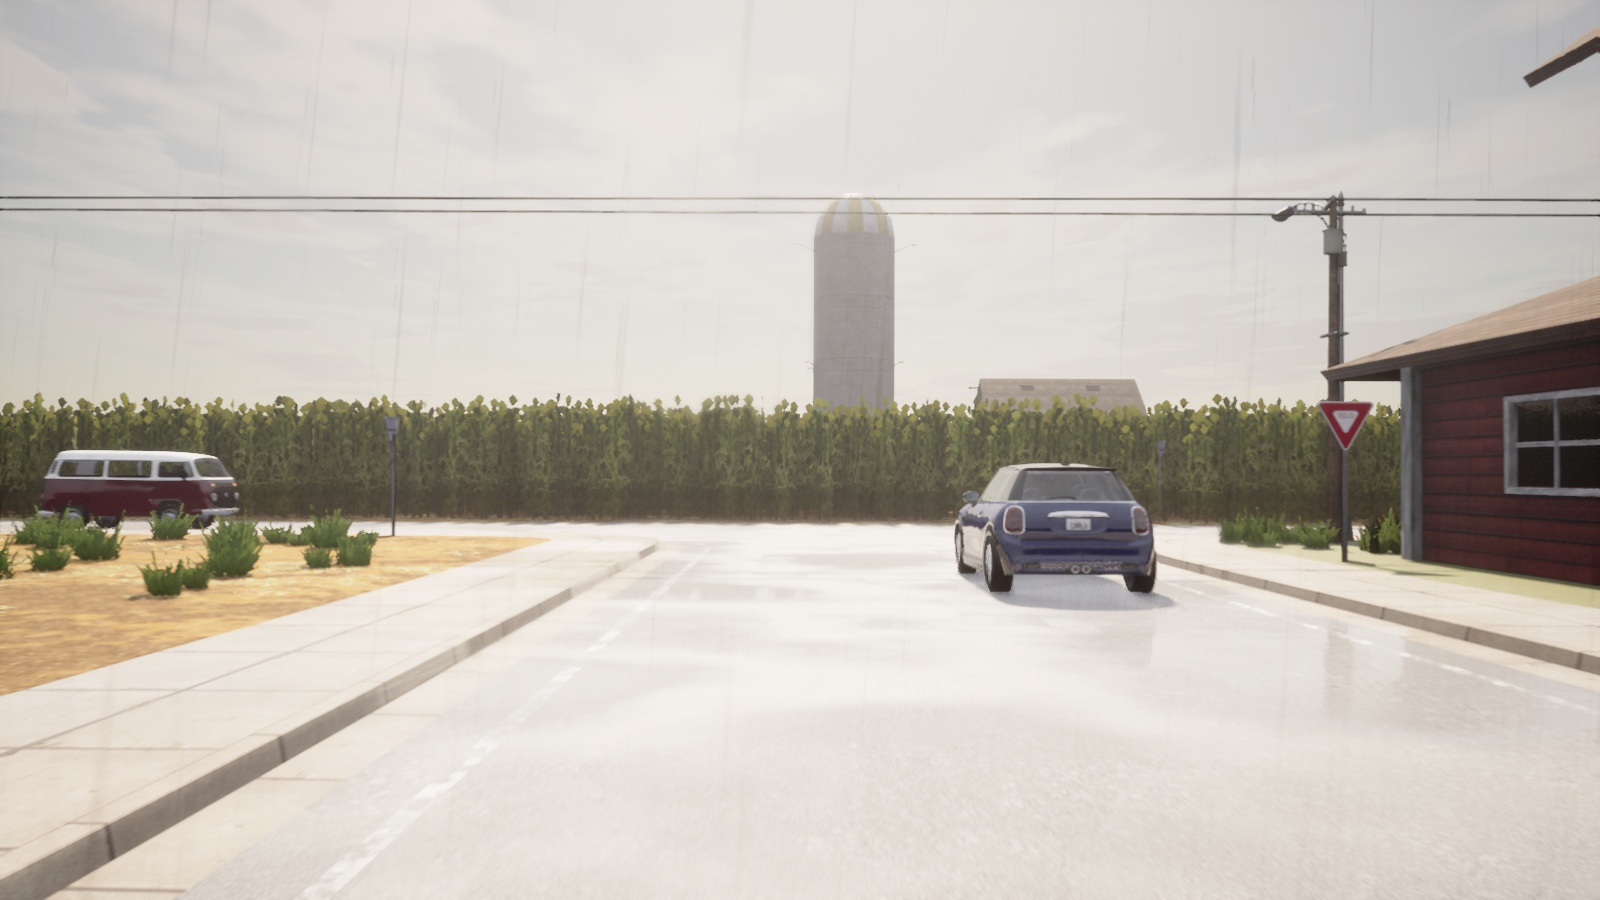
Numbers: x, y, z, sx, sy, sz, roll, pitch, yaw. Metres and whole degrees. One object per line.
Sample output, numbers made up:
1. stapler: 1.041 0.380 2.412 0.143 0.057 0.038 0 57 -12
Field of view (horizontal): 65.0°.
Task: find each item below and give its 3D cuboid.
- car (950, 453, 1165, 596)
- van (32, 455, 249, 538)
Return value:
1. car: 3.456 0.957 17.809 2.097 1.767 4.553 0 -1 0
2. van: -16.866 1.172 32.298 4.480 2.038 2.069 0 -1 1
